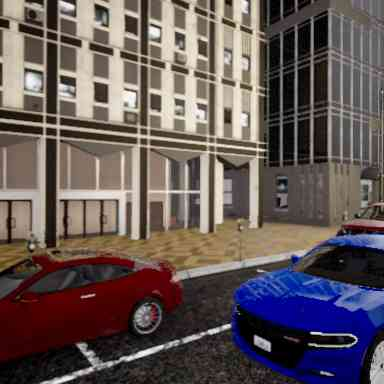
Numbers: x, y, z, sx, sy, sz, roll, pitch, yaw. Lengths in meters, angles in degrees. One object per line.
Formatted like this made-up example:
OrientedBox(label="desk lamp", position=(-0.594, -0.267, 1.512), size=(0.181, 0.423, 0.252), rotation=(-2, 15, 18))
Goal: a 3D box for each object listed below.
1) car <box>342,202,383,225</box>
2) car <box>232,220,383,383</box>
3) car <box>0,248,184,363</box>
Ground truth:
OrientedBox(label="car", position=(7.165, 1.278, 11.655), size=(5.009, 1.841, 2.192), rotation=(0, 1, -35))
OrientedBox(label="car", position=(2.841, 1.463, 5.281), size=(5.008, 1.535, 1.882), rotation=(0, 0, -35))
OrientedBox(label="car", position=(-2.080, 1.579, 5.068), size=(4.206, 1.307, 1.802), rotation=(0, 1, -35))
